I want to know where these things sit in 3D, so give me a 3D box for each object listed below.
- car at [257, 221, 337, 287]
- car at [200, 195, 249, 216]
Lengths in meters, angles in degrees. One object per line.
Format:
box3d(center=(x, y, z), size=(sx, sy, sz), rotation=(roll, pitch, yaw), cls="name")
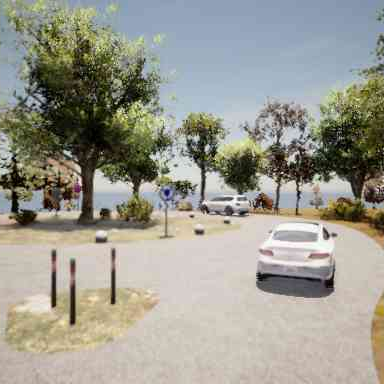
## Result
box3d(center=(3.102, 1.572, 9.539), size=(1.812, 1.442, 4.674), rotation=(0, 0, 23), cls="car")
box3d(center=(3.317, 1.366, 34.475), size=(2.150, 2.045, 5.566), rotation=(1, -1, -44), cls="car")
